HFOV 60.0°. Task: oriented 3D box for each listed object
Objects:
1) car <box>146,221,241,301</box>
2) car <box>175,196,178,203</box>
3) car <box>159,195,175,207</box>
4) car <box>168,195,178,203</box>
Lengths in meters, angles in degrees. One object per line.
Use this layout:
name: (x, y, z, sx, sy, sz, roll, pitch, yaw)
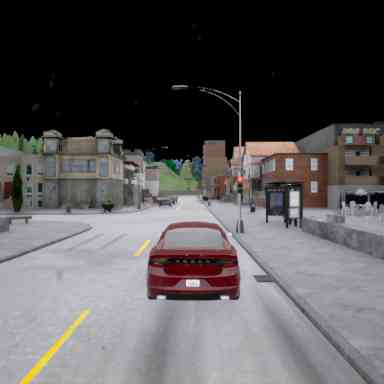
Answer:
car: (0.049, 1.478, 8.416, 1.882, 1.535, 5.008, 0, 0, 1)
car: (-4.069, 1.601, 61.293, 1.895, 1.301, 4.718, 0, 0, 0)
car: (-4.108, 1.505, 51.988, 1.837, 1.490, 4.892, 0, 0, 0)
car: (-4.011, 1.500, 71.661, 1.837, 1.490, 4.892, 0, 0, 0)
